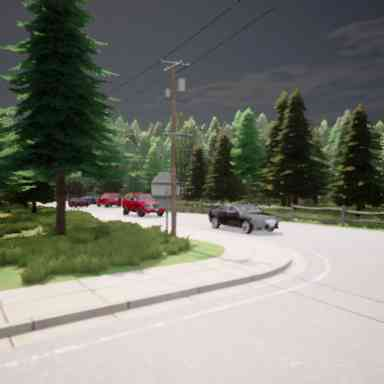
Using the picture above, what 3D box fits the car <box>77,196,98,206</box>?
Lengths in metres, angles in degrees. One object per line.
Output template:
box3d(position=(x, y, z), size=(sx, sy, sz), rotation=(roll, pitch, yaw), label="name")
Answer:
box3d(position=(-17.581, 1.413, 55.842), size=(1.882, 1.535, 5.008), rotation=(0, 0, -34), label="car")

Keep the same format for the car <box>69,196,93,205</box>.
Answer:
box3d(position=(-16.042, 1.544, 47.330), size=(1.895, 1.301, 4.718), rotation=(0, 0, -34), label="car")

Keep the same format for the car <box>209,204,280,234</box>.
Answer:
box3d(position=(2.822, 1.429, 18.963), size=(2.128, 1.511, 4.902), rotation=(0, 0, -30), label="car")

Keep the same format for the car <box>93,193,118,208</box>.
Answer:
box3d(position=(-11.732, 1.157, 47.354), size=(2.150, 2.045, 5.566), rotation=(0, 0, -34), label="car")

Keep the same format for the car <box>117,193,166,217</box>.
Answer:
box3d(position=(-4.497, 1.161, 30.302), size=(2.150, 2.045, 5.566), rotation=(0, 0, -34), label="car")
